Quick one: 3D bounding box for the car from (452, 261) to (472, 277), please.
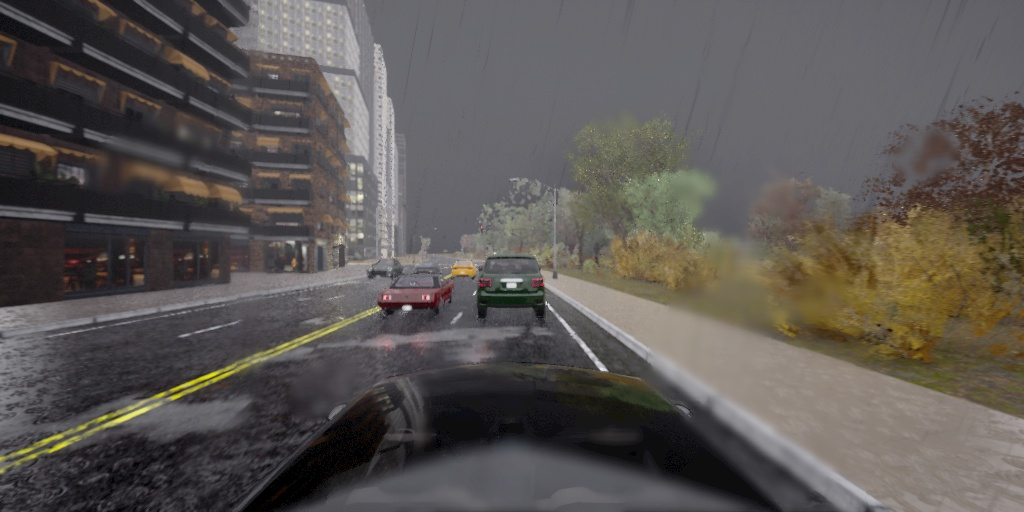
[{"bbox_3d":[-4.126,1.164,31.303,1.882,1.535,5.008,0,0,-3],"label":"car"}]

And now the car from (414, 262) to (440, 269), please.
[{"bbox_3d":[-7.650,1.234,32.680,2.033,1.411,5.357,0,0,-4],"label":"car"}]

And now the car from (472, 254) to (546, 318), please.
[{"bbox_3d":[-0.075,0.947,13.103,2.150,2.045,5.566,0,0,-1],"label":"car"}]

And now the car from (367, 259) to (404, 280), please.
[{"bbox_3d":[-10.807,1.046,30.873,2.097,1.767,4.553,0,0,-4],"label":"car"}]

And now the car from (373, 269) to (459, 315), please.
[{"bbox_3d":[-3.336,1.329,13.454,1.895,1.301,4.718,0,0,-1],"label":"car"}]
